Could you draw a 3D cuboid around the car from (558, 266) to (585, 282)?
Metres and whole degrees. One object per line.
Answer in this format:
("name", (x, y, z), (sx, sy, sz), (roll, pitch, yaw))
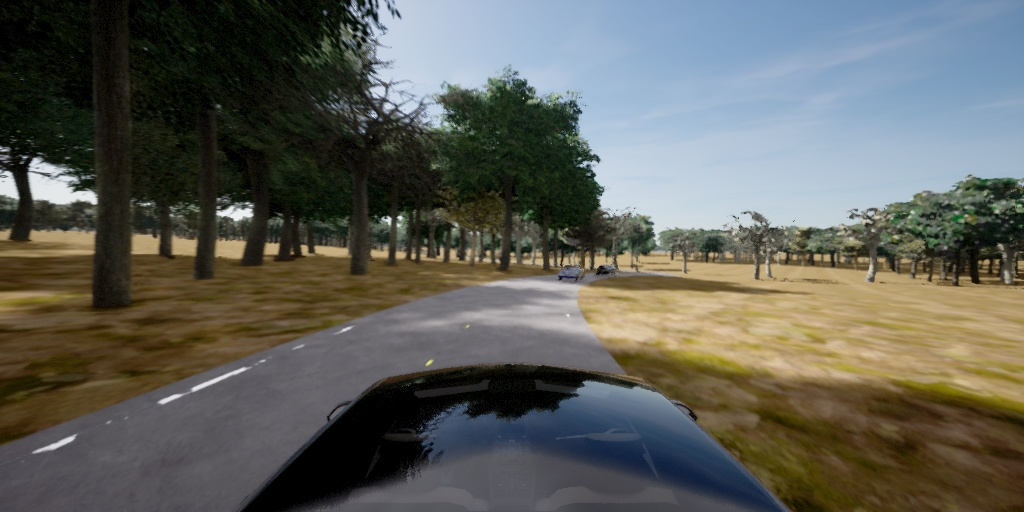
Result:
("car", (5.785, 1.661, 34.625), (2.033, 1.411, 5.357), (2, 0, 20))

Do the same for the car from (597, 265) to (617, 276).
("car", (13.439, 2.022, 50.658), (1.837, 1.490, 4.892), (2, -1, 31))
